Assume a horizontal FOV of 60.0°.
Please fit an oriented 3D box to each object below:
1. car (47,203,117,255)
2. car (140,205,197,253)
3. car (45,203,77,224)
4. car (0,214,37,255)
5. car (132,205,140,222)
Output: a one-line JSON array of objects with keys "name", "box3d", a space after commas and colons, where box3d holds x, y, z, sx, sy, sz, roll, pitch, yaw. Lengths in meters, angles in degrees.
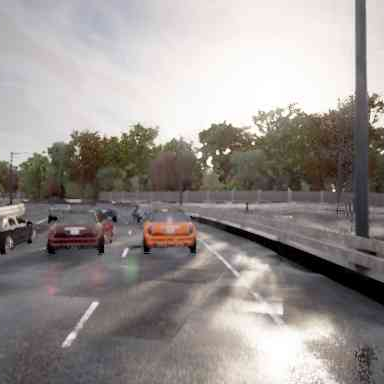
[{"name": "car", "box3d": [-4.579, 1.508, 14.264, 2.097, 1.767, 4.553, 0, -1, -8]}, {"name": "car", "box3d": [-1.106, 1.509, 14.690, 2.097, 1.767, 4.553, 0, -1, -8]}, {"name": "car", "box3d": [-11.257, 1.811, 28.813, 2.128, 1.511, 4.902, 0, 0, -16]}, {"name": "car", "box3d": [-8.061, 1.664, 13.920, 1.837, 1.490, 4.892, 0, 0, -8]}, {"name": "car", "box3d": [-4.220, 1.867, 29.711, 2.033, 1.411, 5.357, 0, -1, -16]}]
